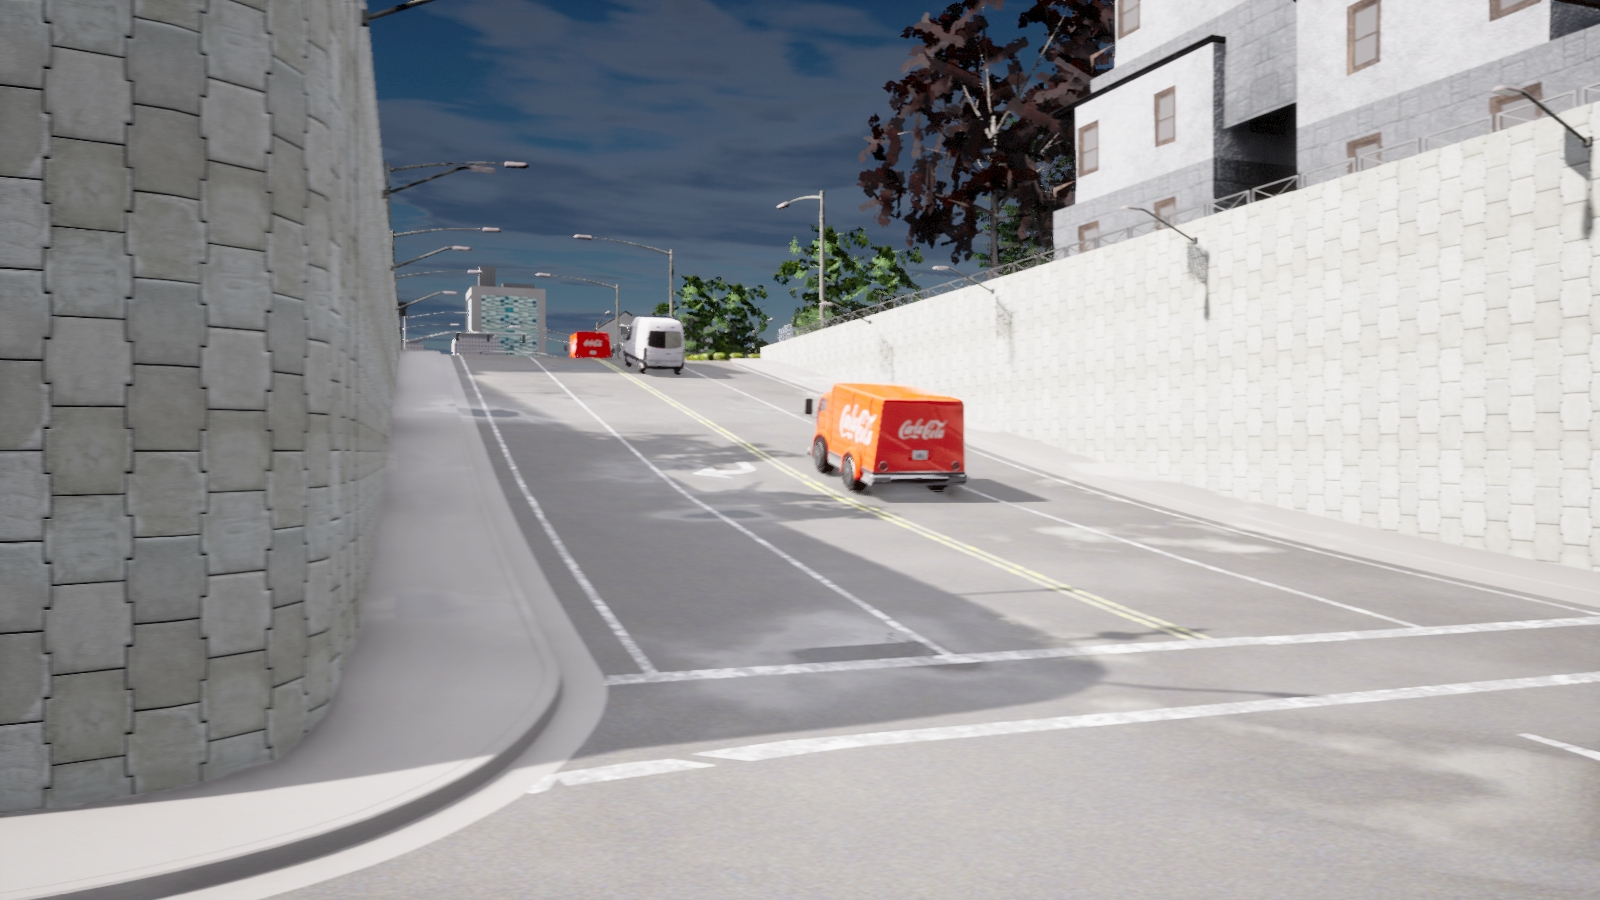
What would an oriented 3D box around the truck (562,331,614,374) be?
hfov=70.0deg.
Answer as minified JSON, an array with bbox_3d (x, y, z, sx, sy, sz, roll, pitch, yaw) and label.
[{"bbox_3d":[-14.122,-6.418,75.826,2.627,2.467,5.204,0,1,-19],"label":"truck"}]

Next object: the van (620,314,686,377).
[{"bbox_3d":[-7.253,-5.160,55.720,1.988,2.561,5.915,0,10,-19],"label":"van"}]

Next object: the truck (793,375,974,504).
[{"bbox_3d":[1.923,-0.394,28.856,2.627,2.467,5.204,0,9,-19],"label":"truck"}]
